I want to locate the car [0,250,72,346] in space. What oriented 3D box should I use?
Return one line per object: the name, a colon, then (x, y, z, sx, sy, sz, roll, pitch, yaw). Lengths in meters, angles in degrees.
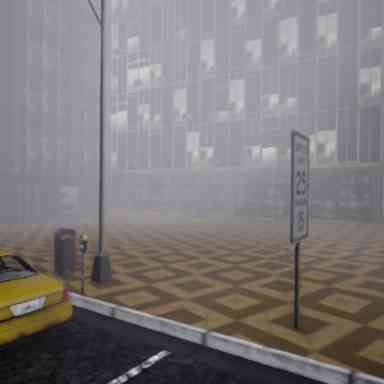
car: (-4.155, 1.590, 5.987, 4.829, 1.417, 1.752, -1, 1, 36)
